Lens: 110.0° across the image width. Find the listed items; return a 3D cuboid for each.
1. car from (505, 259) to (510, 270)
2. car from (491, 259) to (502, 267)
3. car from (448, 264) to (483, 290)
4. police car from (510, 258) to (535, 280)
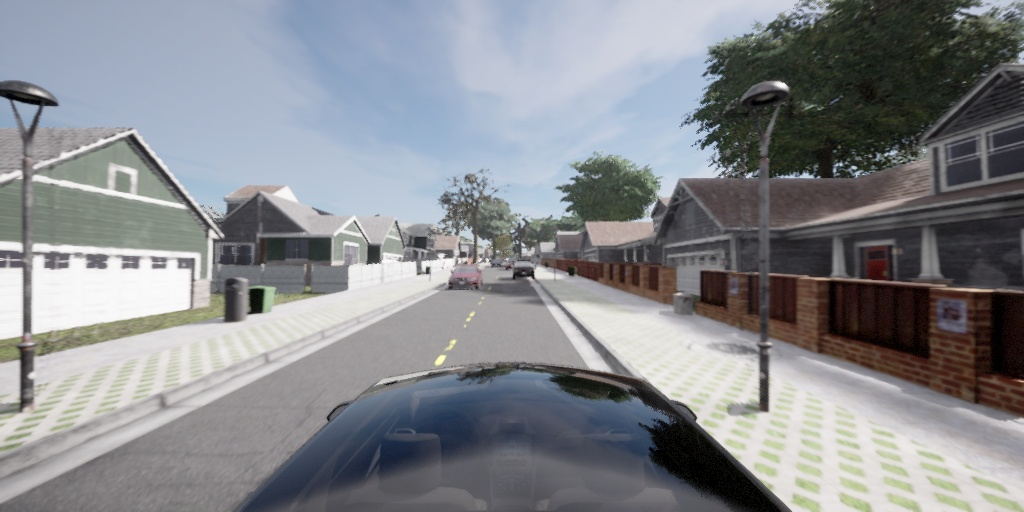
[{"bbox_3d":[0.018,1.310,51.080,1.895,1.301,4.718,0,0,0],"label":"car"},{"bbox_3d":[-2.756,1.265,63.881,2.033,1.411,5.357,0,0,1],"label":"car"},{"bbox_3d":[-2.852,1.272,22.808,1.812,1.442,4.674,0,0,0],"label":"car"},{"bbox_3d":[0.968,1.161,31.307,1.930,1.638,5.238,0,0,0],"label":"police car"}]
